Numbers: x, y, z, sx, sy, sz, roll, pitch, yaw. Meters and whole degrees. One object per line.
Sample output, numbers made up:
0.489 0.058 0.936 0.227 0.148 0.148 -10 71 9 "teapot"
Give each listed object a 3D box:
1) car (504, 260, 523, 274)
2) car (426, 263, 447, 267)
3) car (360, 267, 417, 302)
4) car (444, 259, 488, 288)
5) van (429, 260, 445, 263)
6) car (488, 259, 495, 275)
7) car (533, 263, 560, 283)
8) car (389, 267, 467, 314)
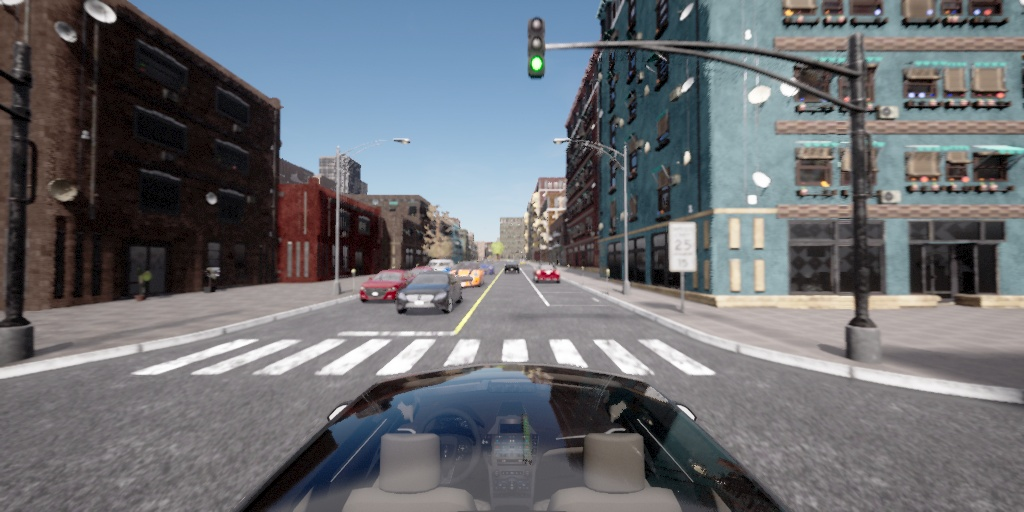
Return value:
0.003 1.388 44.560 1.882 1.535 5.008 0 0 0 "car"
-5.688 1.375 22.985 1.888 1.381 4.507 0 0 0 "car"
-5.765 1.354 17.304 1.888 1.381 4.507 0 0 0 "car"
-3.091 1.189 24.970 2.097 1.767 4.553 0 0 0 "car"
-5.687 1.192 28.673 1.690 1.789 3.998 0 0 0 "van"
-3.067 1.248 40.988 2.097 1.767 4.553 0 0 0 "car"
2.693 1.290 28.733 1.967 1.591 4.097 0 0 0 "car"
-3.091 1.323 14.266 1.812 1.442 4.674 0 0 0 "car"
